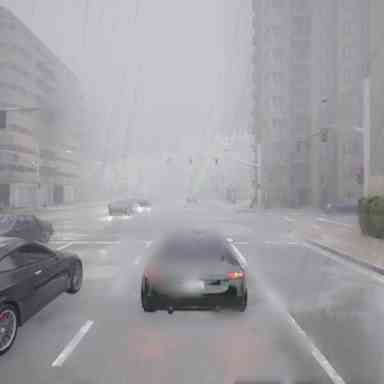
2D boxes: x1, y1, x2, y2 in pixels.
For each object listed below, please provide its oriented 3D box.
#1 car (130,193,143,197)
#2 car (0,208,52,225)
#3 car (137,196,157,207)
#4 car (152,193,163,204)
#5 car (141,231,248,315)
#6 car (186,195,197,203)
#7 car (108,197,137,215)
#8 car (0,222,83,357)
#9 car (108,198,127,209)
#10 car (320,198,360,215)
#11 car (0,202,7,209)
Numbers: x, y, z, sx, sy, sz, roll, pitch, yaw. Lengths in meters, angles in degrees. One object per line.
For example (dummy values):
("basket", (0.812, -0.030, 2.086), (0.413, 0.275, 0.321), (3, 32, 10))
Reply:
("car", (-10.691, 1.291, 65.164), (2.150, 2.045, 5.566), (0, 0, 0))
("car", (-7.132, 1.561, 12.807), (2.033, 1.411, 5.357), (0, 0, 0))
("car", (-7.226, 1.657, 52.801), (1.895, 1.301, 4.718), (0, 0, 0))
("car", (-7.172, 1.280, 68.291), (2.150, 2.045, 5.566), (0, 0, 0))
("car", (0.046, 1.572, 7.694), (1.994, 1.385, 4.181), (0, 0, 0))
("car", (-0.075, 1.427, 69.735), (2.097, 1.767, 4.553), (0, 0, 0))
("car", (-7.185, 1.542, 33.944), (1.837, 1.490, 4.892), (0, 0, 0))
("car", (-3.463, 1.532, 5.890), (1.812, 1.442, 4.674), (0, 0, 0))
("car", (-10.710, 1.578, 48.213), (1.812, 1.442, 4.674), (0, 0, 0))
("car", (15.500, 1.388, 33.740), (4.553, 1.767, 2.097), (0, 0, 1))
("car", (-21.638, 1.541, 34.072), (4.892, 1.490, 1.837), (0, 1, -3))
